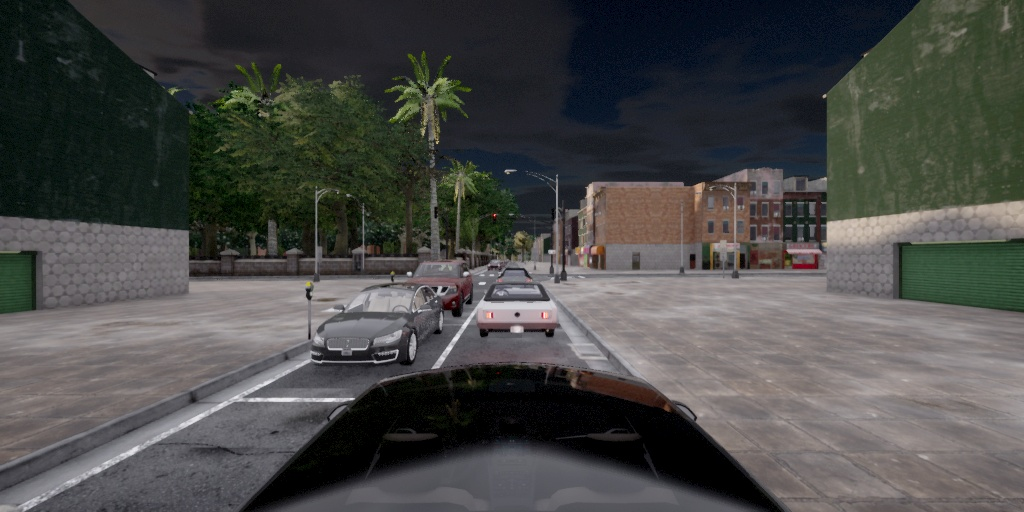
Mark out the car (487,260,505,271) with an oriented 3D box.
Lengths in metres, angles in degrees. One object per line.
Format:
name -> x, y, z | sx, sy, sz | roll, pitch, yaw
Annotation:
car -> -2.480, 1.292, 51.493 | 1.967, 1.591, 4.097 | 0, 0, 0

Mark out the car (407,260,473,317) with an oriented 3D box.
car -> -2.602, 1.068, 13.346 | 2.192, 1.841, 5.009 | 0, 0, 0

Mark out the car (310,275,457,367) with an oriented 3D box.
car -> -2.619, 1.301, 7.883 | 2.007, 1.370, 4.403 | 0, 0, 0

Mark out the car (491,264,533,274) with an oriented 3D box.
car -> 0.163, 1.324, 19.396 | 1.994, 1.385, 4.181 | 0, 0, 2

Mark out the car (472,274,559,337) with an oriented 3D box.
car -> 0.126, 1.352, 10.224 | 1.895, 1.301, 4.718 | 0, 0, 0
